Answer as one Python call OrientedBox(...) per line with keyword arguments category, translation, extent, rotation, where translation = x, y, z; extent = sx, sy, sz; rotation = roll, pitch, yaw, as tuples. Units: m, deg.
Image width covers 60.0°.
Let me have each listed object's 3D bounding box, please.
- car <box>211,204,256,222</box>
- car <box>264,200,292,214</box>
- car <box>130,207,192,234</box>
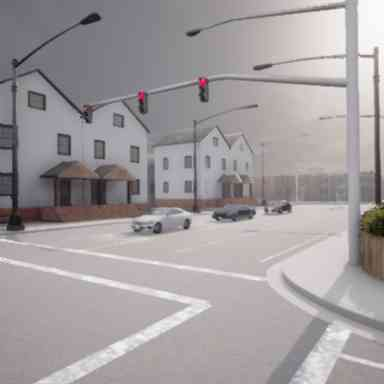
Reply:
OrientedBox(category="car", translation=(3.735, 1.701, 28.616), extent=(2.033, 1.411, 5.357), rotation=(-1, 0, 35))
OrientedBox(category="car", translation=(9.626, 1.645, 37.097), extent=(2.128, 1.511, 4.902), rotation=(-1, 0, 35))
OrientedBox(category="car", translation=(-1.765, 1.679, 20.676), extent=(1.812, 1.442, 4.674), rotation=(-1, 0, 35))
